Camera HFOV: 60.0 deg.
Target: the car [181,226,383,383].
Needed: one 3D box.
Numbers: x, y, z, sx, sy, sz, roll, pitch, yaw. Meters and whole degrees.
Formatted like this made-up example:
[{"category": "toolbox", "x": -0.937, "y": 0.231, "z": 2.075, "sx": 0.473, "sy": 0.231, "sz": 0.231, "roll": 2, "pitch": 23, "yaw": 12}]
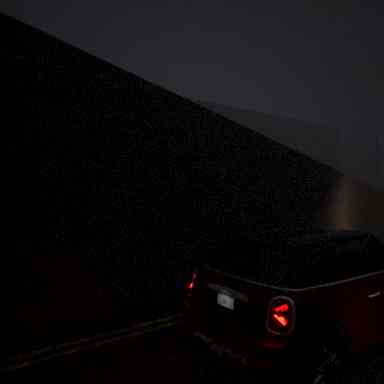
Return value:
[{"category": "car", "x": 2.139, "y": 1.343, "z": 5.275, "sx": 4.553, "sy": 1.767, "sz": 2.097, "roll": 0, "pitch": 0, "yaw": -35}]
